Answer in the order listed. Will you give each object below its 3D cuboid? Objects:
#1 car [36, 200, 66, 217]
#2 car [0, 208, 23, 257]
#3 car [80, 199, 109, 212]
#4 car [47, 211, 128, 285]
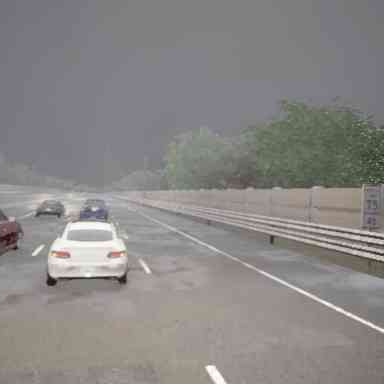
[{"bbox_3d":[-11.906,1.363,28.267,1.994,1.385,4.181,3,-1,-16],"label":"car"},{"bbox_3d":[-6.744,1.154,10.289,2.097,1.767,4.553,3,-1,-16],"label":"car"},{"bbox_3d":[-7.748,1.329,26.483,2.097,1.767,4.553,3,-1,-16],"label":"car"},{"bbox_3d":[-2.838,1.507,9.314,1.812,1.442,4.674,3,-1,-16],"label":"car"}]
